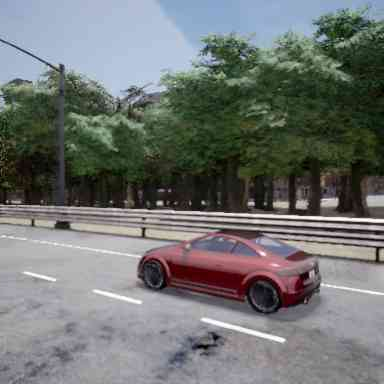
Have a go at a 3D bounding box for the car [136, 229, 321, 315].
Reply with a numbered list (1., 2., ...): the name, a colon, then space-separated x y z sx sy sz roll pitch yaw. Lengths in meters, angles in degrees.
1. car: 0.706 1.571 7.665 4.181 1.385 1.994 0 0 36
